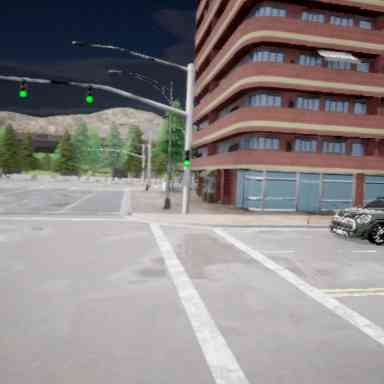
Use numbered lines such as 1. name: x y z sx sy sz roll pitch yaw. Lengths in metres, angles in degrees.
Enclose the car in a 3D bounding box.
1. car: 7.798 0.969 12.944 4.553 1.767 2.097 2 3 -11
